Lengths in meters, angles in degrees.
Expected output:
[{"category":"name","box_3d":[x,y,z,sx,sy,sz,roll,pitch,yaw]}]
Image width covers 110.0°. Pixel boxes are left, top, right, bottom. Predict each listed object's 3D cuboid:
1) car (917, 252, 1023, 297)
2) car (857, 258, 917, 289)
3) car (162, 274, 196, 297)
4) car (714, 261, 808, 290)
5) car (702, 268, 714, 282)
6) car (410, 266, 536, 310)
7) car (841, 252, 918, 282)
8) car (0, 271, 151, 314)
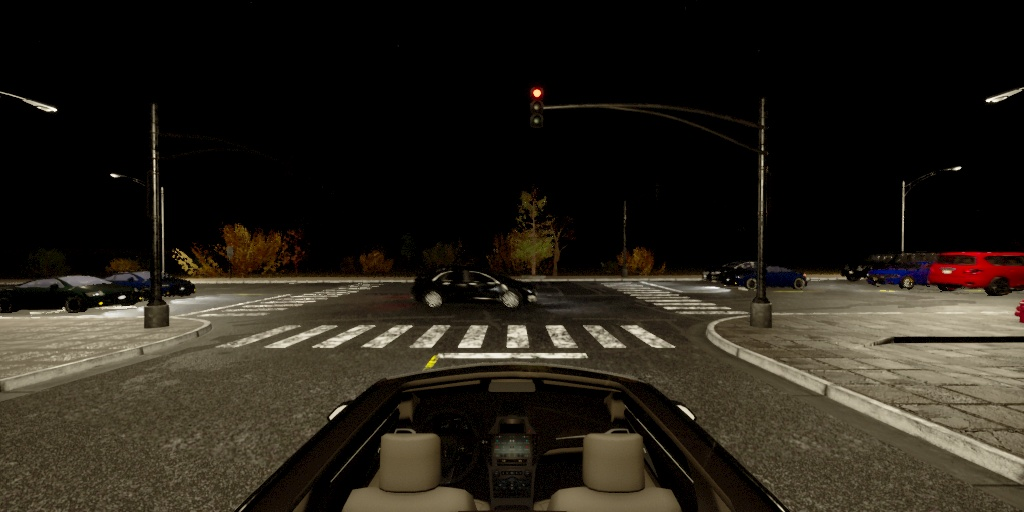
[{"category":"car","box_3d":[23.606,0.834,17.230,5.566,2.045,2.150,-1,1,0]},{"category":"car","box_3d":[23.480,1.046,20.684,5.008,1.535,1.882,0,1,0]},{"category":"car","box_3d":[-18.156,1.441,17.584,4.181,1.385,1.994,0,1,0]},{"category":"car","box_3d":[14.502,1.187,20.761,4.181,1.385,1.994,0,1,0]},{"category":"car","box_3d":[15.385,1.068,24.004,4.902,1.511,2.128,0,1,0]},{"category":"car","box_3d":[-1.504,1.249,14.209,4.892,1.490,1.837,0,0,1]},{"category":"car","box_3d":[25.411,0.737,23.916,5.566,2.045,2.150,0,1,1]},{"category":"car","box_3d":[-17.562,1.477,14.329,4.181,1.385,1.994,0,1,0]}]
